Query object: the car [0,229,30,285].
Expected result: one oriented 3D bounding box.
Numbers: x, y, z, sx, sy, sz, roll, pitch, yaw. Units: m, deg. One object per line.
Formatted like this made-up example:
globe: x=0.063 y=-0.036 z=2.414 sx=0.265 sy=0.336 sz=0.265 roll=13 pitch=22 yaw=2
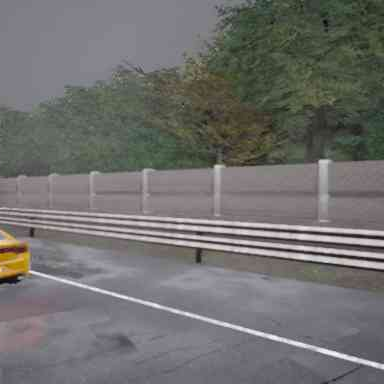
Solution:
car: x=-6.046 y=1.455 z=8.346 sx=5.008 sy=1.535 sz=1.882 roll=0 pitch=0 yaw=36
